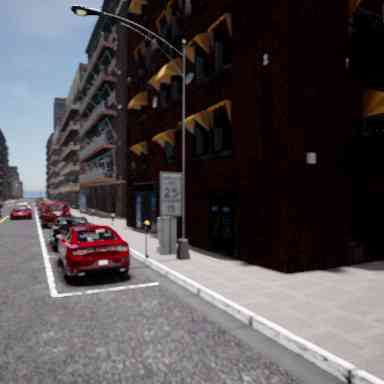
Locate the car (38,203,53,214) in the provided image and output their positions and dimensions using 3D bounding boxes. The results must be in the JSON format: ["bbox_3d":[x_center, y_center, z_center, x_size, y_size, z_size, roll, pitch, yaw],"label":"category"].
[{"bbox_3d":[-20.262,2.262,45.947,1.802,1.307,4.206,-1,-1,-26],"label":"car"}]

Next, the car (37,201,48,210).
[{"bbox_3d":[-27.696,2.439,61.414,1.752,1.417,4.829,-1,-1,-26],"label":"car"}]

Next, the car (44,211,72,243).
[{"bbox_3d":[-5.544,1.791,15.320,1.947,1.339,4.313,-1,-1,-26],"label":"car"}]

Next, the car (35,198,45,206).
[{"bbox_3d":[-37.438,2.537,81.680,2.192,1.841,5.009,-1,-1,-26],"label":"car"}]

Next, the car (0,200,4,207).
[{"bbox_3d":[-42.550,2.544,72.974,1.967,1.590,4.097,-1,-1,-26],"label":"car"}]

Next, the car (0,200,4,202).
[{"bbox_3d":[-40.098,2.342,67.871,2.192,1.841,5.009,-1,-1,-26],"label":"car"}]

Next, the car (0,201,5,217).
[{"bbox_3d":[-21.820,2.047,36.075,1.837,1.490,4.892,0,-1,-26],"label":"car"}]

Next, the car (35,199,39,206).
[{"bbox_3d":[-15.360,1.842,35.741,2.192,1.841,5.009,-1,-1,-26],"label":"car"}]

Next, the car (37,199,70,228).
[{"bbox_3d":[-10.453,1.691,25.531,2.192,1.841,5.009,-1,-1,-26],"label":"car"}]

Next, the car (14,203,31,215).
[{"bbox_3d":[-21.834,2.167,43.041,1.812,1.442,4.674,0,-1,-25],"label":"car"}]

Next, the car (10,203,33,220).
[{"bbox_3d":[-17.429,2.070,33.997,1.994,1.385,4.181,0,-1,-25],"label":"car"}]

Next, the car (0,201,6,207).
[{"bbox_3d":[-45.001,2.748,78.077,1.947,1.339,4.313,-1,-1,-26],"label":"car"}]

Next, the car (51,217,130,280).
[{"bbox_3d":[-3.240,1.699,10.525,1.887,1.381,4.507,-1,-1,-26],"label":"car"}]
